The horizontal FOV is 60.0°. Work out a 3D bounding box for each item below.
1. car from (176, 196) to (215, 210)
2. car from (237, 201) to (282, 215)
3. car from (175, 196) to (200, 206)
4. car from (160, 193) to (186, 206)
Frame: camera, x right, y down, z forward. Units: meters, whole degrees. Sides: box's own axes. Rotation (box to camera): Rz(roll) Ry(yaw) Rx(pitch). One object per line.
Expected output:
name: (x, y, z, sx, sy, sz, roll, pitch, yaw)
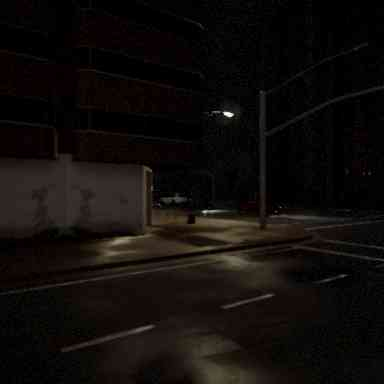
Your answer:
car: (0.602, 1.549, 42.620, 2.033, 1.411, 5.357, 0, 0, -36)
car: (6.871, 1.603, 33.998, 1.895, 1.301, 4.718, 0, 0, -36)
car: (-0.865, 1.493, 57.338, 2.128, 1.511, 4.902, 0, 0, -31)
car: (-2.992, 1.223, 53.699, 2.150, 2.045, 5.566, 0, 0, -37)
